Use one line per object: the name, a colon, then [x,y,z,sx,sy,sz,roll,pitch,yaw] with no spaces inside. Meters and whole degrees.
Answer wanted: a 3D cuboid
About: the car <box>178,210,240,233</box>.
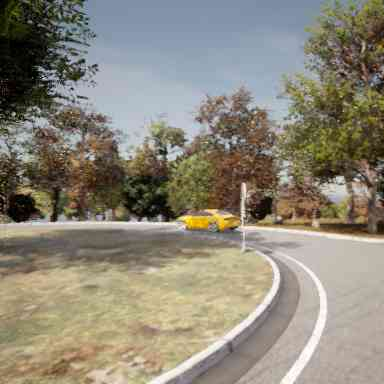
car: [1.116,2.016,23.850,1.882,1.535,5.008,2,-3,-44]
